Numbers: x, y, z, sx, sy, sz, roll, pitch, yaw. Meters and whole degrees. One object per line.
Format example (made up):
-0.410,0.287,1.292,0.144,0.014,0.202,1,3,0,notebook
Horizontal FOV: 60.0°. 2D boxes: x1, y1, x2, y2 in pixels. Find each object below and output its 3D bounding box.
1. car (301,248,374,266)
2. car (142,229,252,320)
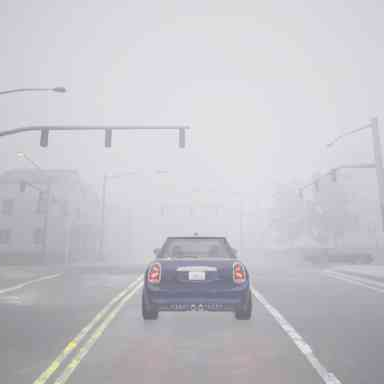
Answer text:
10.637,4.767,24.458,4.718,1.301,1.895,0,-11,1,car
0.087,1.809,8.247,2.097,1.767,4.553,0,-7,0,car
